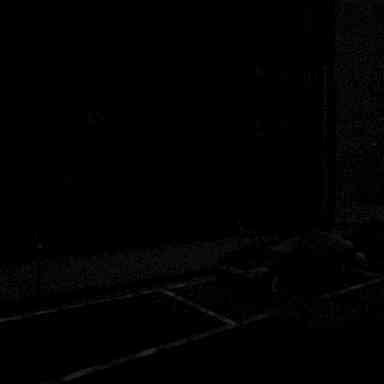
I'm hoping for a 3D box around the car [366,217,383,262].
[{"bbox_3d":[6.894,1.564,11.452,4.313,1.339,1.947,0,0,-35],"label":"car"}]

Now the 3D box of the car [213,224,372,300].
[{"bbox_3d":[2.457,1.580,8.286,4.206,1.307,1.802,0,0,-36],"label":"car"}]
